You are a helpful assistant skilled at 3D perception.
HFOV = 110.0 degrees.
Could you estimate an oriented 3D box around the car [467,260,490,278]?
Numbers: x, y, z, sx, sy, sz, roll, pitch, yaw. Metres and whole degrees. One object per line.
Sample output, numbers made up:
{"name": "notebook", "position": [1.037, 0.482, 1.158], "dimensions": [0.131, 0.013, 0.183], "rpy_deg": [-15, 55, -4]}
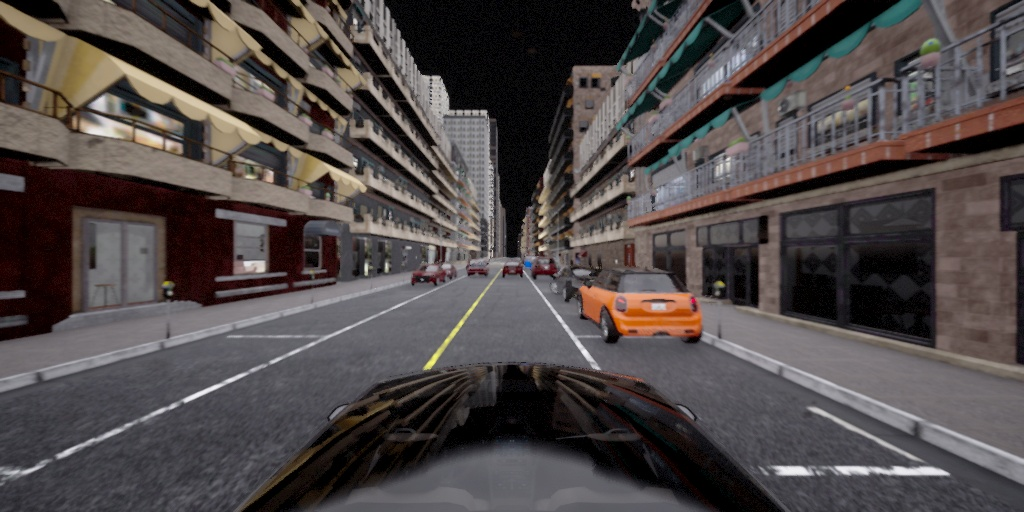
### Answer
{"name": "car", "position": [-3.093, 1.294, 33.735], "dimensions": [1.895, 1.301, 4.718], "rpy_deg": [0, 0, 0]}

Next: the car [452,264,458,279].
{"name": "car", "position": [-5.687, 1.280, 30.625], "dimensions": [1.802, 1.307, 4.207], "rpy_deg": [0, 0, 0]}

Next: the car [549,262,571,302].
{"name": "car", "position": [3.116, 1.228, 16.845], "dimensions": [1.837, 1.490, 4.892], "rpy_deg": [0, 0, -1]}

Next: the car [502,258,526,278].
{"name": "car", "position": [0.065, 1.171, 33.684], "dimensions": [1.882, 1.535, 5.008], "rpy_deg": [0, 0, 0]}

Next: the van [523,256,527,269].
{"name": "van", "position": [2.697, 1.004, 53.356], "dimensions": [1.690, 1.789, 3.998], "rpy_deg": [0, 0, 0]}

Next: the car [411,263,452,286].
{"name": "car", "position": [-5.687, 1.253, 24.943], "dimensions": [1.888, 1.381, 4.507], "rpy_deg": [0, 0, 0]}

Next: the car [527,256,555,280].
{"name": "car", "position": [2.693, 1.013, 30.627], "dimensions": [2.192, 1.841, 5.009], "rpy_deg": [0, 0, 0]}

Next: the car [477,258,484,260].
{"name": "car", "position": [-5.684, 1.208, 53.355], "dimensions": [1.888, 1.381, 4.507], "rpy_deg": [0, 0, 0]}

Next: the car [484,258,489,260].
{"name": "car", "position": [-5.683, 1.197, 64.720], "dimensions": [2.007, 1.370, 4.403], "rpy_deg": [0, 0, 0]}

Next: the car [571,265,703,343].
{"name": "car", "position": [3.114, 1.088, 9.737], "dimensions": [2.097, 1.767, 4.553], "rpy_deg": [0, 0, 0]}
